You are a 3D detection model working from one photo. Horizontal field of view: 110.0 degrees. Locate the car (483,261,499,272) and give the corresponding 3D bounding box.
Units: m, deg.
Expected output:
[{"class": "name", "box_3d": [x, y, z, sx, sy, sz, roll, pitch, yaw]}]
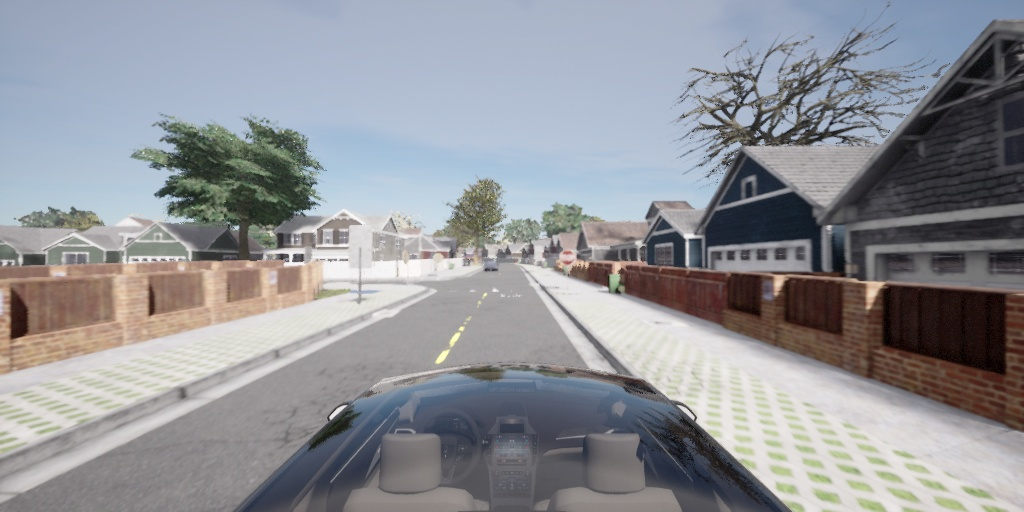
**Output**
[{"class": "car", "box_3d": [-2.624, 1.313, 46.244, 2.033, 1.411, 5.357, 0, 0, 0]}]
